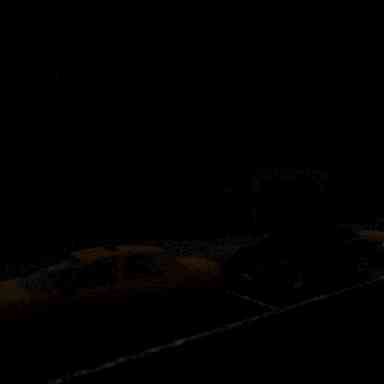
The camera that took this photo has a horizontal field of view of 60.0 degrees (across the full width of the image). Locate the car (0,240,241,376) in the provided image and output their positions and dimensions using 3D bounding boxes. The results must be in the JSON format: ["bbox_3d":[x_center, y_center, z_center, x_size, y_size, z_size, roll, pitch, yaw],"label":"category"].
[{"bbox_3d":[-1.621,1.522,5.504,4.829,1.417,1.752,0,-1,-35],"label":"car"}]

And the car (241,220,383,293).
[{"bbox_3d":[2.999,1.552,8.800,4.313,1.339,1.947,0,-1,-35],"label":"car"}]
